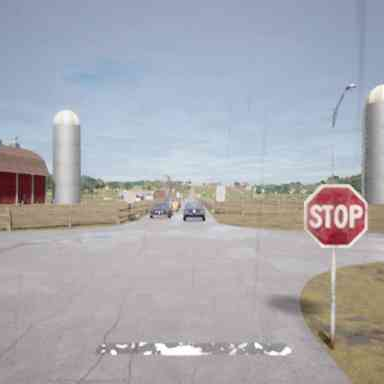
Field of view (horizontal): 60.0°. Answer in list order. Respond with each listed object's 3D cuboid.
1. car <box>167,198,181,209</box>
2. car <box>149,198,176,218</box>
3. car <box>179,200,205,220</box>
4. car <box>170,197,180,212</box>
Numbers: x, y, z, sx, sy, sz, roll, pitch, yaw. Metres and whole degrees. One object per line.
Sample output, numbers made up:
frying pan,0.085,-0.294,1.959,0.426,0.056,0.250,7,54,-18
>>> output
car,-2.692,1.656,50.560,1.882,1.535,5.008,0,-1,0
car,-2.760,1.578,30.720,1.837,1.490,4.892,0,0,0
car,0.180,1.614,28.918,2.033,1.411,5.357,0,0,0
car,-2.726,1.463,40.419,2.097,1.767,4.553,0,0,0
